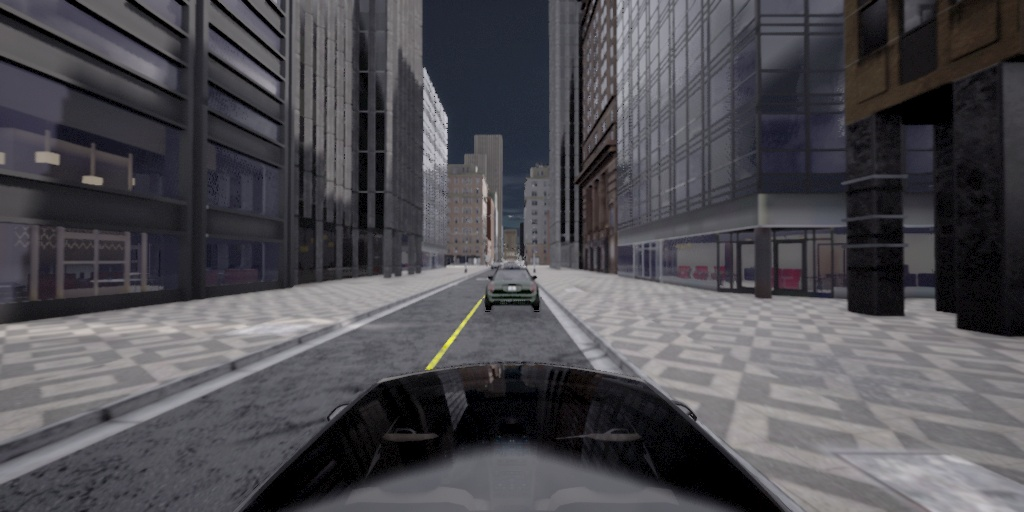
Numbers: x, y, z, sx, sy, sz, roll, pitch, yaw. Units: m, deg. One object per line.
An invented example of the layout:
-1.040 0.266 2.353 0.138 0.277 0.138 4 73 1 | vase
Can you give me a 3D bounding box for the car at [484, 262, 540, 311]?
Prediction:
0.019 1.235 15.289 2.097 1.767 4.553 0 -1 0 | car
